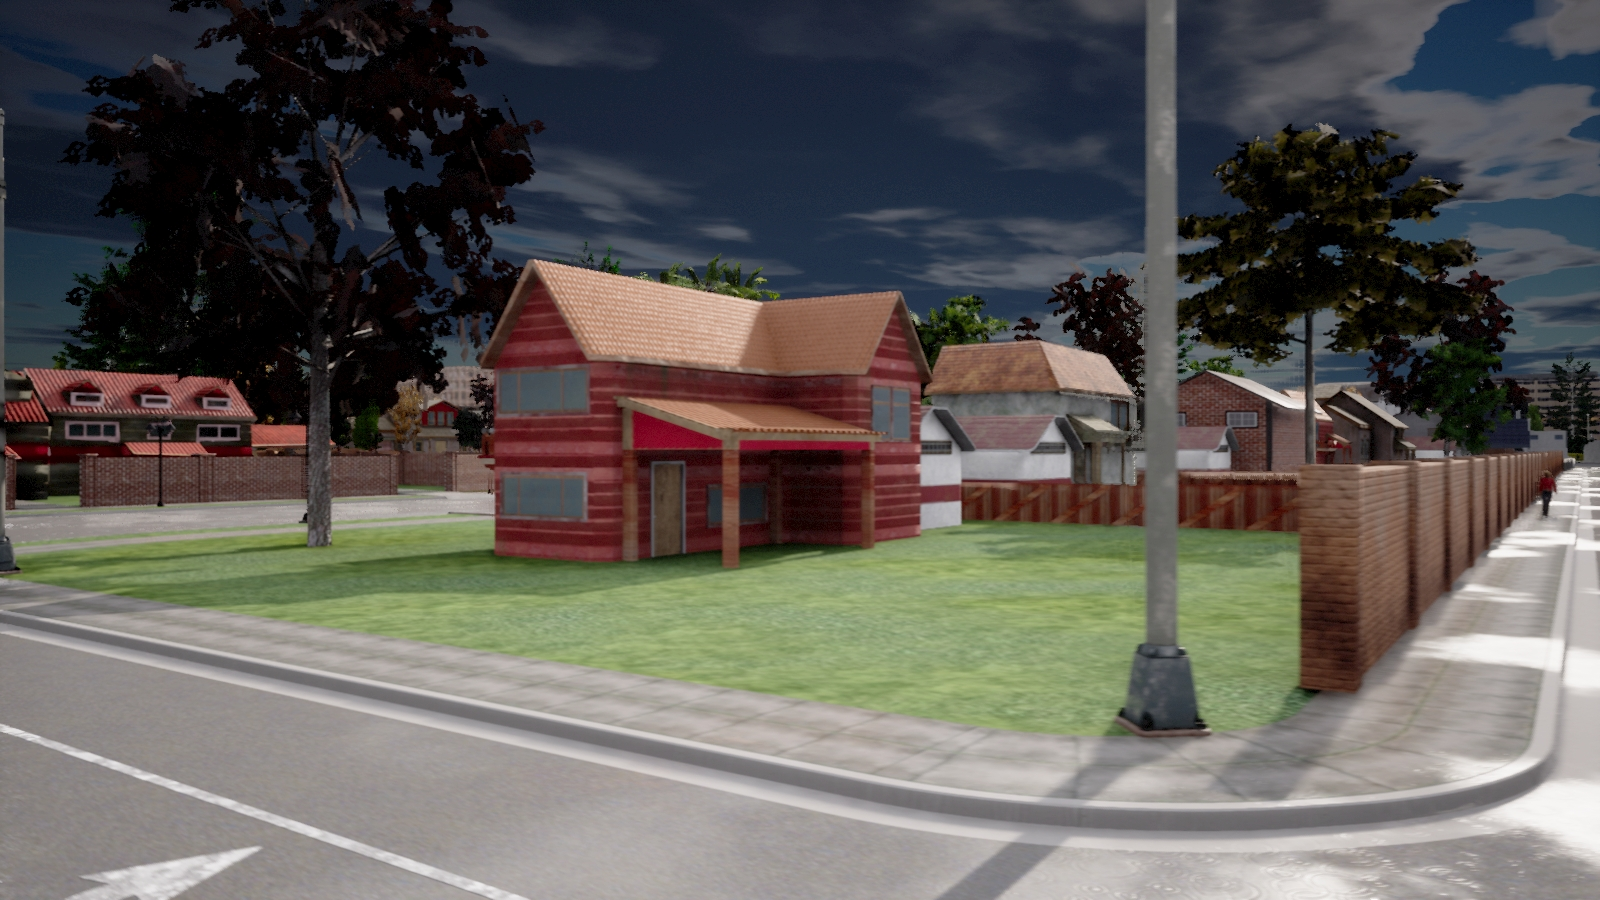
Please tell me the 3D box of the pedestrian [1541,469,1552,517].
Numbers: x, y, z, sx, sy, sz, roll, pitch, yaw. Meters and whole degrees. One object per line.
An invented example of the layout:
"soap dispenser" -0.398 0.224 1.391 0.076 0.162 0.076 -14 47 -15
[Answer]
"pedestrian" 29.284 1.698 44.812 0.375 1.860 0.375 0 0 34
